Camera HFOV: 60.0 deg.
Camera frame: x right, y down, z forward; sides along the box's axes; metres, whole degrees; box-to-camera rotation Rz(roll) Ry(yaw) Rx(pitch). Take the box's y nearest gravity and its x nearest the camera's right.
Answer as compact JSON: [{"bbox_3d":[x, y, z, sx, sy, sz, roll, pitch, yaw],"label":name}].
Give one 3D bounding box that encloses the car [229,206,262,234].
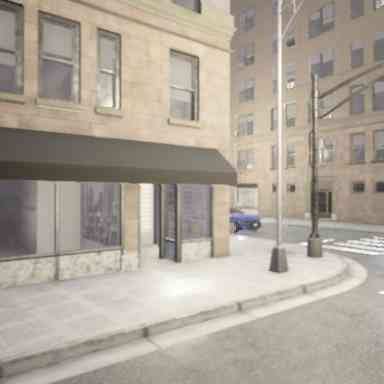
[{"bbox_3d":[2.038,1.555,20.290,1.882,1.535,5.008,0,0,-36],"label":"car"}]
